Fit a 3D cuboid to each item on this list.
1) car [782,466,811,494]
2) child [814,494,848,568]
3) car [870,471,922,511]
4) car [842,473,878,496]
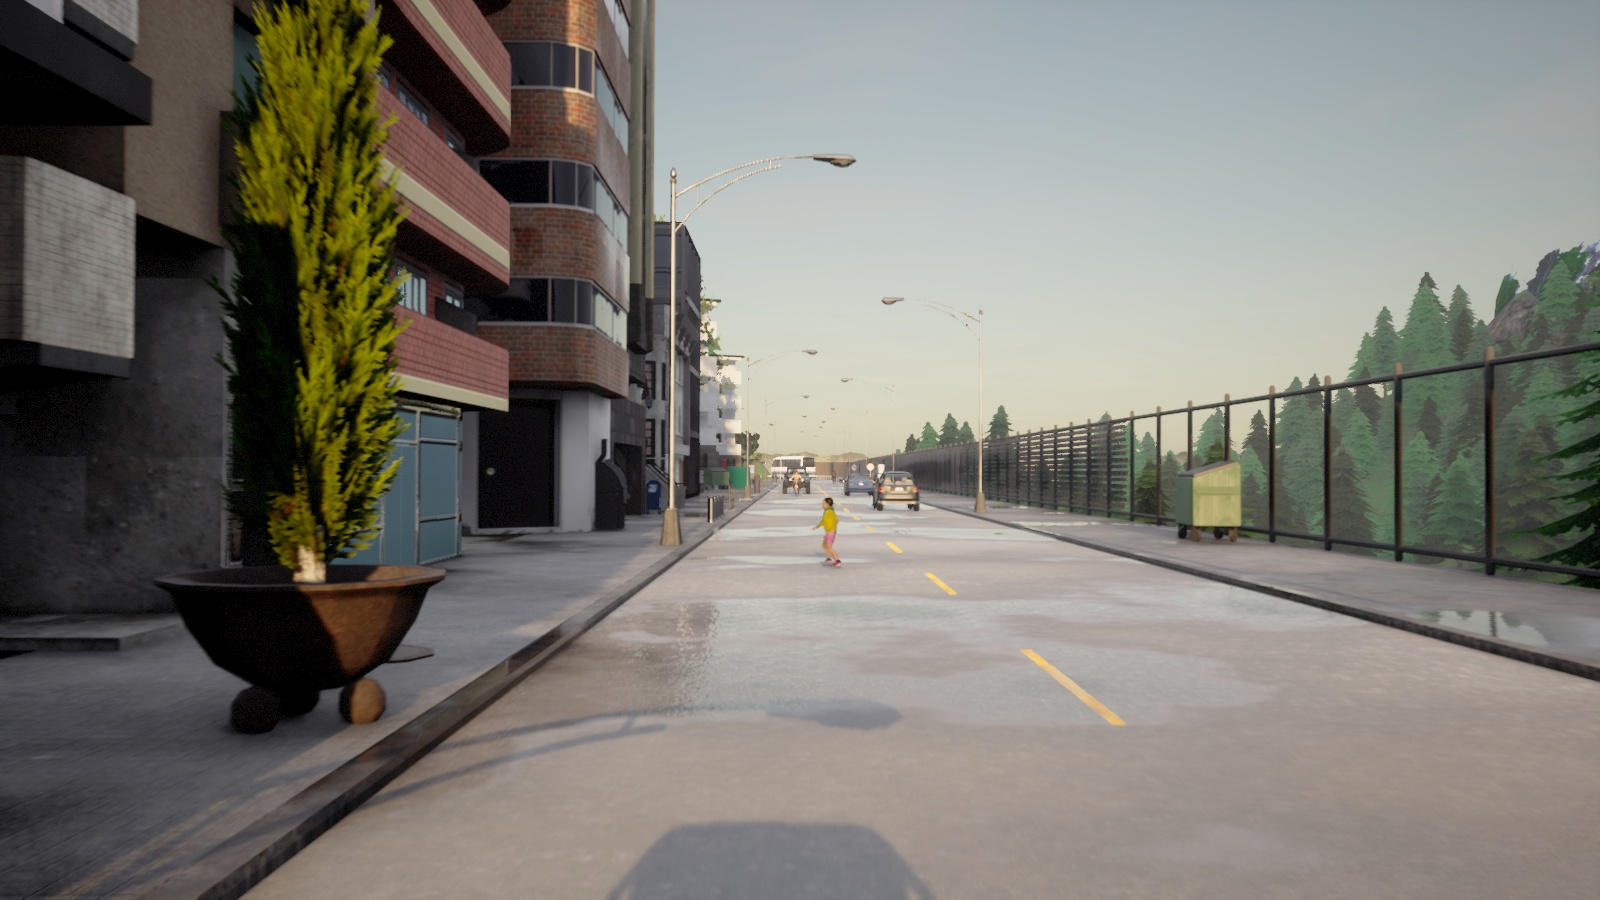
[{"bbox_3d":[-0.220,2.044,85.578,1.905,1.878,3.866,0,-1,0],"label":"car"},{"bbox_3d":[0.501,1.285,20.002,0.473,1.160,0.299,-1,-1,18],"label":"child"},{"bbox_3d":[3.868,1.631,50.971,1.789,1.549,3.705,0,-1,0],"label":"car"},{"bbox_3d":[3.792,2.196,80.577,2.033,1.411,5.357,0,-1,0],"label":"car"}]
